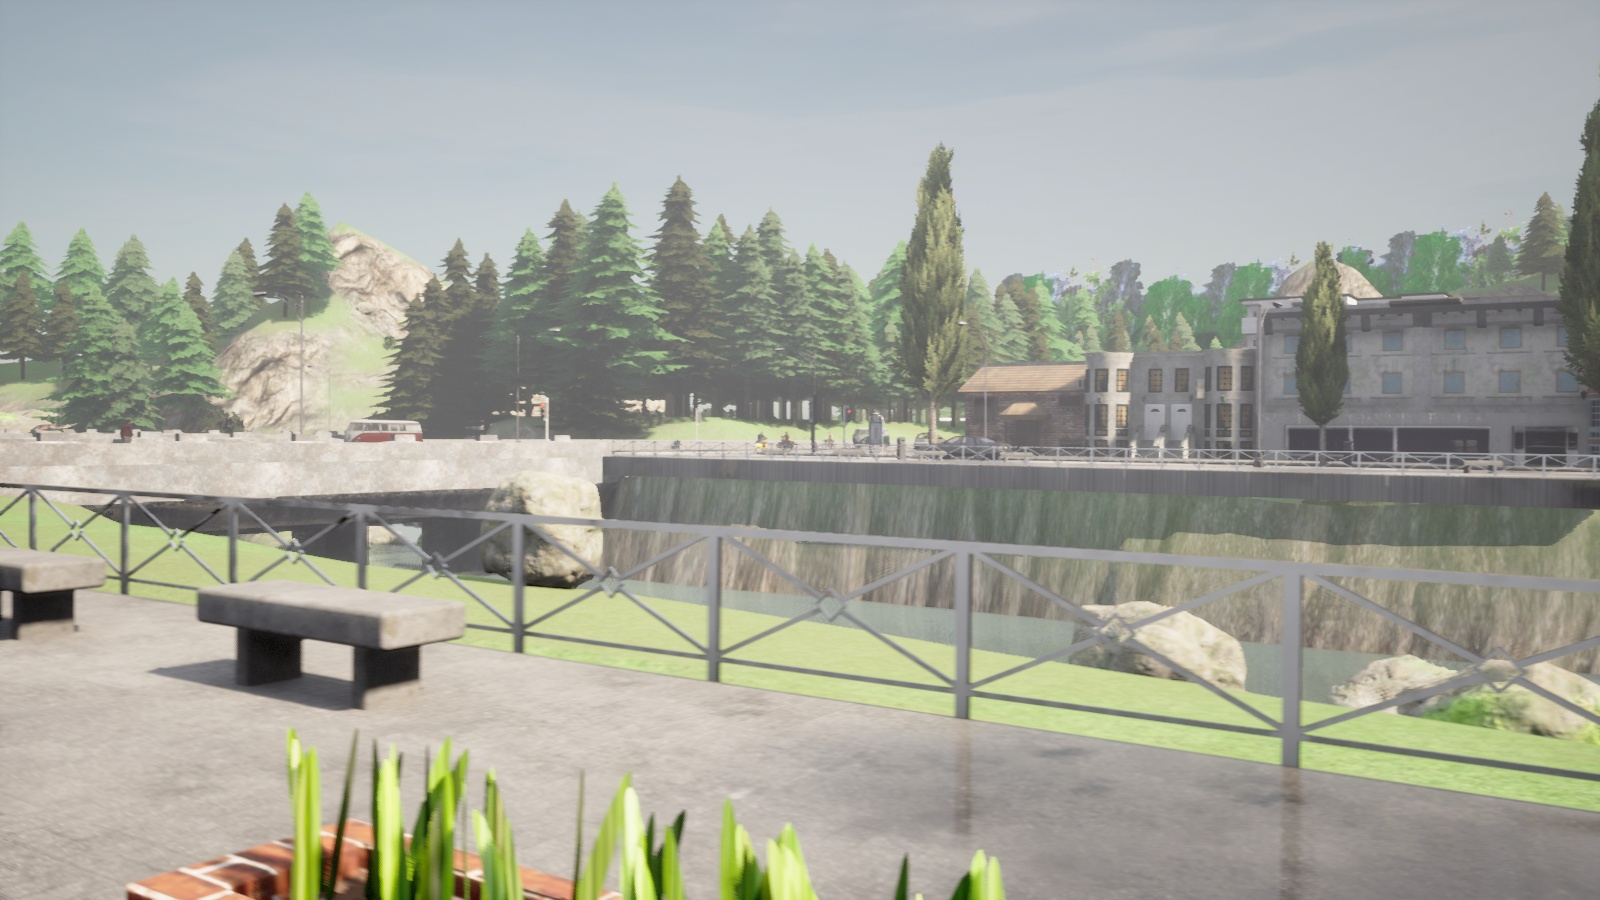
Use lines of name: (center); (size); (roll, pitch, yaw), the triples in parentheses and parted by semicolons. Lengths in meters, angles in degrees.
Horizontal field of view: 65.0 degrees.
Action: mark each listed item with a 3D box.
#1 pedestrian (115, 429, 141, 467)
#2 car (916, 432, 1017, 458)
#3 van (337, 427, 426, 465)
pedestrian: (-33.198, -0.105, 62.052); (0.634, 1.844, 0.899); (0, 1, 37)
car: (9.499, -0.289, 71.919); (5.357, 1.411, 2.033); (0, 1, 34)
van: (-22.835, -0.246, 68.681); (1.775, 1.987, 4.442); (0, 1, 34)
